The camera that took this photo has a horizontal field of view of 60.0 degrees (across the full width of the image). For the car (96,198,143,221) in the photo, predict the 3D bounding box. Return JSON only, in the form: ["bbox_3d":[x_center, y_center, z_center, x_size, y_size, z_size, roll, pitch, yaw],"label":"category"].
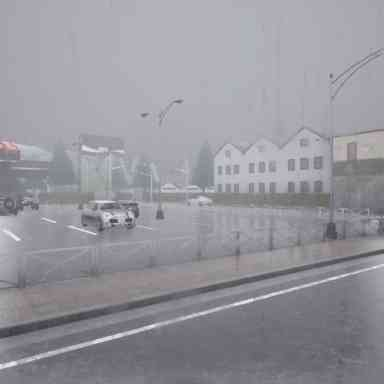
[{"bbox_3d":[-5.781,1.313,26.205,2.007,1.523,4.514,0,0,-36],"label":"car"}]

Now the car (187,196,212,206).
[{"bbox_3d":[1.158,1.349,49.294,1.812,1.442,4.674,0,0,-35],"label":"car"}]

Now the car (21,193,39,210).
[{"bbox_3d":[-19.144,1.092,38.634,1.905,1.878,3.866,0,0,-36],"label":"car"}]

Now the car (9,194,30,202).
[{"bbox_3d":[-38.211,1.328,73.753,3.866,1.878,1.905,0,0,-36],"label":"car"}]

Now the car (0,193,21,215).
[{"bbox_3d":[-17.247,1.113,30.321,1.932,1.855,4.605,0,0,-36],"label":"car"}]

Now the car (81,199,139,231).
[{"bbox_3d":[-4.667,1.248,18.340,1.970,1.475,3.806,0,0,-36],"label":"car"}]

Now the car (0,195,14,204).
[{"bbox_3d":[-38.452,1.495,66.625,4.611,1.667,2.242,0,0,-36],"label":"car"}]
